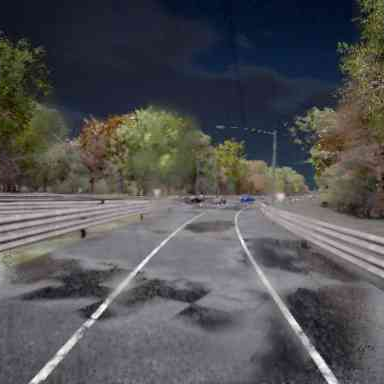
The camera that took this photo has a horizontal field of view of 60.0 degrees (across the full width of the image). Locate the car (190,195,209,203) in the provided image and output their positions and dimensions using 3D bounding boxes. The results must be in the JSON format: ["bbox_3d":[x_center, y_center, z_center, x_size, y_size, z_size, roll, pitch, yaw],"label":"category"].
[{"bbox_3d":[1.717,1.538,72.677,2.128,1.511,4.902,2,0,27],"label":"car"}]

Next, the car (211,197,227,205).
[{"bbox_3d":[5.246,1.747,64.149,1.994,1.385,4.181,2,0,27],"label":"car"}]

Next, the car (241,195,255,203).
[{"bbox_3d":[13.607,1.661,80.704,2.150,2.045,5.566,2,0,27],"label":"car"}]

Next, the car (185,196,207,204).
[{"bbox_3d":[0.420,1.483,62.325,1.882,1.535,5.008,2,0,27],"label":"car"}]
